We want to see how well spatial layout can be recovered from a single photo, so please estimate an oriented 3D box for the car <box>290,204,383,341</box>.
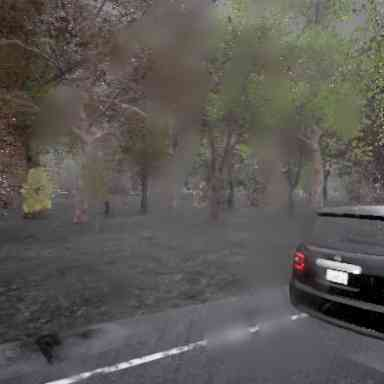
[{"bbox_3d":[4.199,1.243,5.954,5.566,2.045,2.150,0,0,-33],"label":"car"}]
